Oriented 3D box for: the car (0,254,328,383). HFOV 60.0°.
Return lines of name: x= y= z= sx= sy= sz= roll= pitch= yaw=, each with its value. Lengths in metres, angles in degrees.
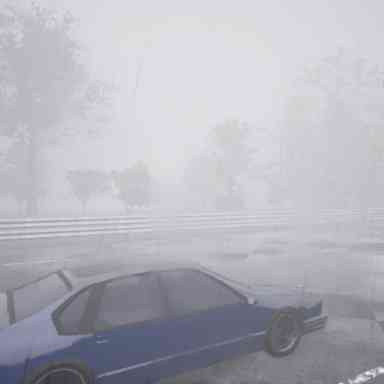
car: x=-0.573 y=1.631 z=4.624 sx=5.357 sy=1.411 sz=2.033 roll=0 pitch=-1 yaw=-30
